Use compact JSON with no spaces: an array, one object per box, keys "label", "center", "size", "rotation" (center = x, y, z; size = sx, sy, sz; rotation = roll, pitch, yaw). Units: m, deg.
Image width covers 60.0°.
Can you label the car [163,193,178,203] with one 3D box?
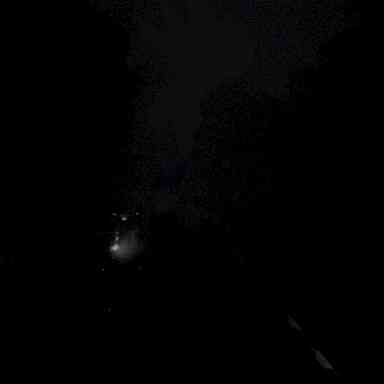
[{"label":"car","center":[-3.274,1.102,55.413],"size":[2.033,1.411,5.357],"rotation":[0,1,-6]}]

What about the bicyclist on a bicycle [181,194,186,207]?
[{"label":"bicyclist on a bicycle","center":[-1.080,1.136,43.071],"size":[0.582,1.620,1.656],"rotation":[0,0,-5]}]

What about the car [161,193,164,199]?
[{"label":"car","center":[-5.907,0.870,74.318],"size":[2.033,1.411,5.357],"rotation":[0,1,-9]}]

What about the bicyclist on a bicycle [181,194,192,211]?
[{"label":"bicyclist on a bicycle","center":[-0.443,1.195,35.064],"size":[0.866,1.612,1.509],"rotation":[0,0,-4]}]

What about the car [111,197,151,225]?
[{"label":"car","center":[-4.221,1.349,22.592],"size":[2.128,1.511,4.902],"rotation":[0,0,-3]}]

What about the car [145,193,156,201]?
[{"label":"car","center":[-7.868,0.938,63.275],"size":[1.882,1.535,5.008],"rotation":[0,1,-7]}]
